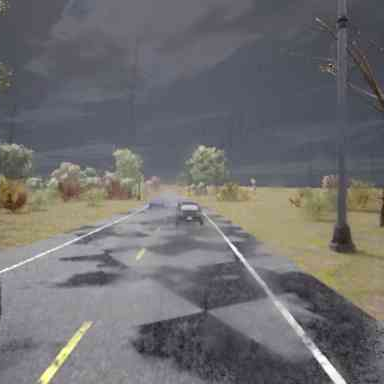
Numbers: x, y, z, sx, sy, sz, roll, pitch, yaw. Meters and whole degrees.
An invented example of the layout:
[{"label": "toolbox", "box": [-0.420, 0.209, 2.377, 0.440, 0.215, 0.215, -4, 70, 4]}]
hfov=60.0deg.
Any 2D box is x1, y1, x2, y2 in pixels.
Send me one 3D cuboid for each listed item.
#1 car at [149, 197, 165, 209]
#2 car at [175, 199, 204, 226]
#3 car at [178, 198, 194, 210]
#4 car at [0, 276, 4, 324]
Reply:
[{"label": "car", "box": [-4.606, 1.359, 43.714, 1.882, 1.535, 5.008, 0, 0, -2]}, {"label": "car", "box": [-0.190, 1.468, 23.026, 1.812, 1.442, 4.674, 0, 0, -1]}, {"label": "car", "box": [-0.846, 1.484, 42.160, 1.895, 1.301, 4.718, 0, 0, -2]}, {"label": "car", "box": [-3.621, 1.473, 2.689, 1.882, 1.535, 5.008, 0, 0, 0]}]
